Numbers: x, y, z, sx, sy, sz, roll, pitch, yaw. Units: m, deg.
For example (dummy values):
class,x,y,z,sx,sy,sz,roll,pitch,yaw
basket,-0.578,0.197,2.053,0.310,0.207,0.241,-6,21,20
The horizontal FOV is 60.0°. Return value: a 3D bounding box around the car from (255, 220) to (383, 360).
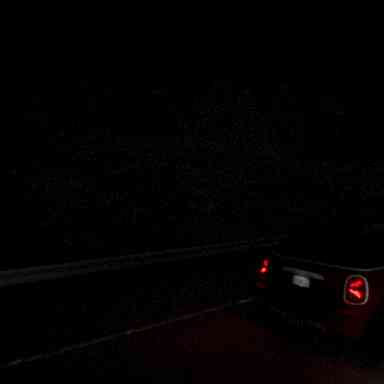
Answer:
class,x,y,z,sx,sy,sz,roll,pitch,yaw
car,3.336,1.319,6.126,4.553,1.767,2.097,0,0,-36
